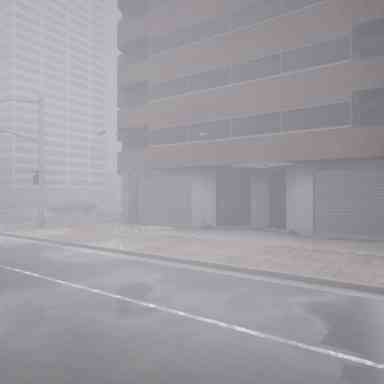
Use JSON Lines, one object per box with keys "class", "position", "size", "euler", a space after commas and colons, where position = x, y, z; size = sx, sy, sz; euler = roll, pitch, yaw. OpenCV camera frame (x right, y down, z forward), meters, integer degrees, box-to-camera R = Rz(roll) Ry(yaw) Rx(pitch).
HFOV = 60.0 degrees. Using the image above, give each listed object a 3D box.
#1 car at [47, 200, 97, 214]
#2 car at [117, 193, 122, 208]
{"class": "car", "position": [-13.034, 1.547, 36.532], "size": [2.033, 1.411, 5.357], "euler": [0, 0, 35]}
{"class": "car", "position": [-7.338, 1.352, 44.654], "size": [2.097, 1.767, 4.553], "euler": [0, 0, 35]}
